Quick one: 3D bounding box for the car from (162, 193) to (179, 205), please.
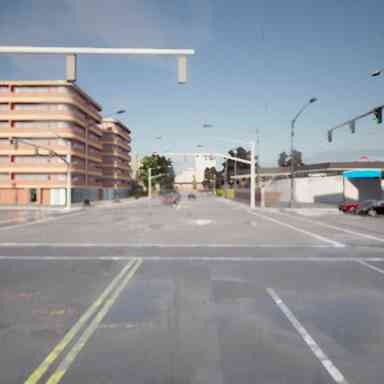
[{"bbox_3d":[-3.600,1.067,53.361,2.097,1.767,4.553,0,0,0],"label":"car"}]

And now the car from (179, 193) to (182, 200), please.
[{"bbox_3d":[-3.546,1.231,68.665,1.895,1.301,4.718,0,0,0],"label":"car"}]

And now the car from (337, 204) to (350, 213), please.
[{"bbox_3d":[16.514,1.429,31.726,4.718,1.301,1.895,0,0,1],"label":"car"}]

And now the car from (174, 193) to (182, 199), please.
[{"bbox_3d":[-3.556,1.045,83.632,1.837,1.490,4.892,0,0,0],"label":"car"}]

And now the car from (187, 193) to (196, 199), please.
[{"bbox_3d":[-0.051,0.934,76.089,1.812,1.442,4.674,0,0,0],"label":"car"}]

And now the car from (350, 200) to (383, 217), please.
[{"bbox_3d":[16.392,1.374,28.257,4.674,1.442,1.812,0,0,1],"label":"car"}]
